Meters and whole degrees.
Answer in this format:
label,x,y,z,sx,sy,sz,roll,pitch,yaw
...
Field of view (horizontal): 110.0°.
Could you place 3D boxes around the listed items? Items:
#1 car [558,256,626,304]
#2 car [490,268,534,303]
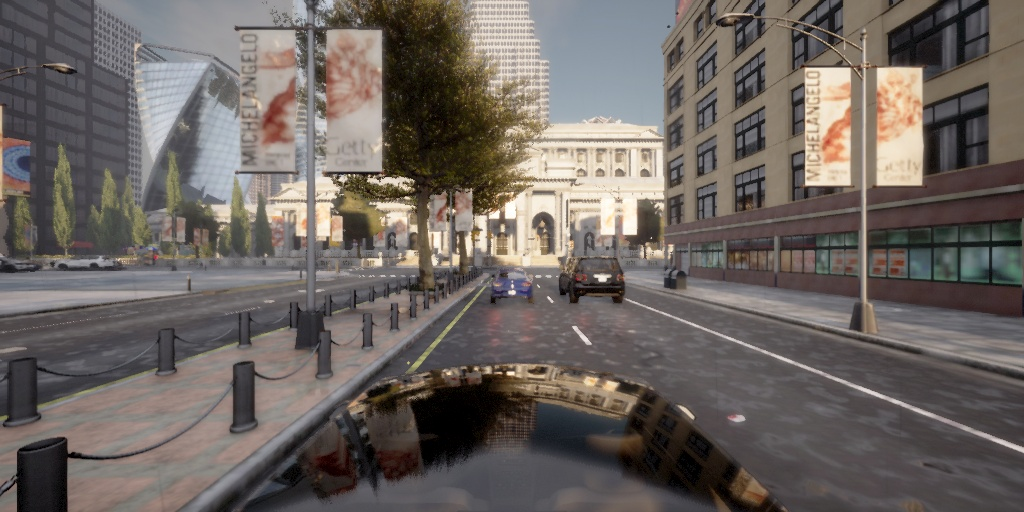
label,x,y,z,sx,sy,sz,roll,pitch,yaw
car,3.500,1.007,16.530,2.150,2.045,5.566,0,0,0
car,0.000,1.282,16.500,1.812,1.442,4.674,0,0,0
